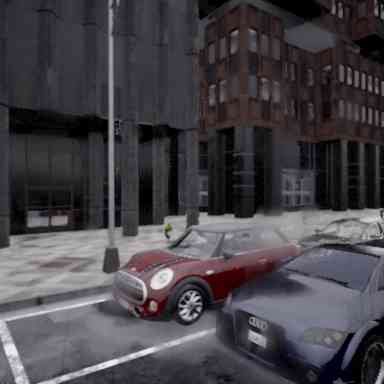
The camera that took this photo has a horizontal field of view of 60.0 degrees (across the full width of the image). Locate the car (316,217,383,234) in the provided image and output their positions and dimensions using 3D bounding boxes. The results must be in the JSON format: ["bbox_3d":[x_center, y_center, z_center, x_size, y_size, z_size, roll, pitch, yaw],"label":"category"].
[{"bbox_3d":[5.019,1.488,10.224,4.403,1.369,2.008,0,0,-35],"label":"car"}]

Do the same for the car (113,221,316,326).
[{"bbox_3d":[0.451,1.413,6.967,4.097,1.590,1.967,0,0,-35],"label":"car"}]

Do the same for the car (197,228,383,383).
[{"bbox_3d":[2.392,1.534,5.083,4.181,1.385,1.994,0,0,-35],"label":"car"}]
